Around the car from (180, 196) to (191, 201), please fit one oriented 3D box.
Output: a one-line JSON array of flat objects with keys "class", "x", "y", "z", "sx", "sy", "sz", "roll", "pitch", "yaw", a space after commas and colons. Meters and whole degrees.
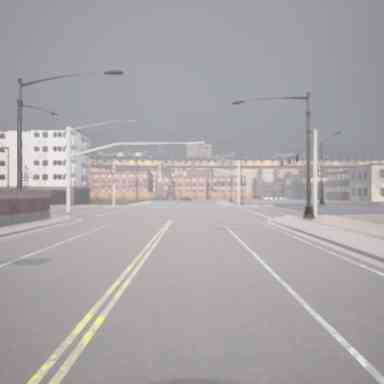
[{"class": "car", "x": -1.882, "y": 1.917, "z": 92.786, "sx": 1.994, "sy": 1.385, "sz": 4.181, "roll": 0, "pitch": 0, "yaw": 19}]
